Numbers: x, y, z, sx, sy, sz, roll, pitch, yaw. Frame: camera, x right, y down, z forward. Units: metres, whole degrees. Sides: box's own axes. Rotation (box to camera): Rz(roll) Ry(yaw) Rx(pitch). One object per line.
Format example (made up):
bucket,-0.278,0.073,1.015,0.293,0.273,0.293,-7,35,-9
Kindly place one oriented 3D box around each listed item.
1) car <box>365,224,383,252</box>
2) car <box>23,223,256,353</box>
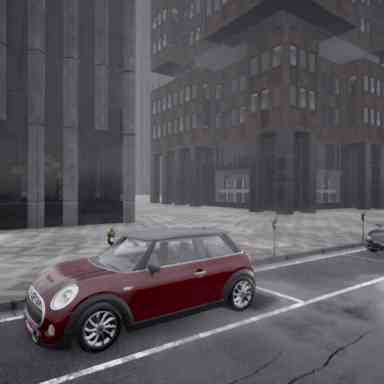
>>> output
car,8.213,1.542,12.478,4.403,1.369,2.008,0,0,-35
car,-0.796,1.439,6.077,4.097,1.590,1.967,0,0,-35
